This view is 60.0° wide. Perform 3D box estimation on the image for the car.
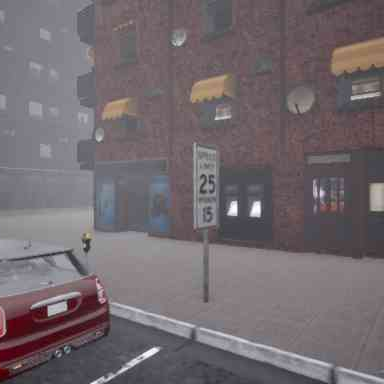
[{"bbox_3d":[-3.215,1.439,5.170,4.097,1.590,1.967,0,0,36],"label":"car"}]
